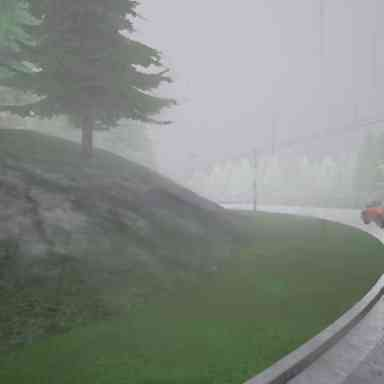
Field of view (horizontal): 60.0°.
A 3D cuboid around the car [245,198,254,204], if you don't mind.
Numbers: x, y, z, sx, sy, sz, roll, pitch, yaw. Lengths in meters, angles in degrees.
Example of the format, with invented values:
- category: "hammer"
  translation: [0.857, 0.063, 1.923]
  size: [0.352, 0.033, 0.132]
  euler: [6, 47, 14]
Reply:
- category: "car"
  translation: [15.259, 2.492, 91.739]
  size: [2.097, 1.767, 4.553]
  euler: [0, -1, -16]

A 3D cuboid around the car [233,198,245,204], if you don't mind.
- category: "car"
  translation: [11.889, 2.477, 90.793]
  size: [2.097, 1.767, 4.553]
  euler: [0, -1, -16]

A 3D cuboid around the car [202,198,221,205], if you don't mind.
- category: "car"
  translation: [5.150, 2.625, 88.896]
  size: [2.128, 1.511, 4.902]
  euler: [0, -1, -16]

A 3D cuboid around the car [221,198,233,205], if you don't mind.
- category: "car"
  translation: [8.529, 2.708, 89.808]
  size: [1.895, 1.301, 4.718]
  euler: [0, -1, -16]

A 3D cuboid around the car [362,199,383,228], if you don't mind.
- category: "car"
  translation: [14.479, 1.540, 24.681]
  size: [2.150, 2.045, 5.566]
  euler: [0, -1, 11]
